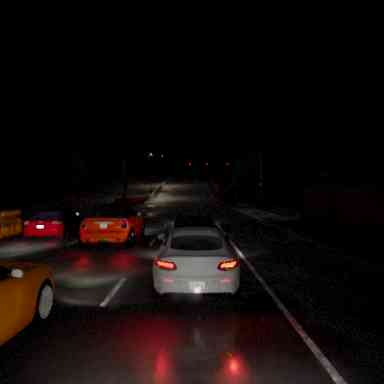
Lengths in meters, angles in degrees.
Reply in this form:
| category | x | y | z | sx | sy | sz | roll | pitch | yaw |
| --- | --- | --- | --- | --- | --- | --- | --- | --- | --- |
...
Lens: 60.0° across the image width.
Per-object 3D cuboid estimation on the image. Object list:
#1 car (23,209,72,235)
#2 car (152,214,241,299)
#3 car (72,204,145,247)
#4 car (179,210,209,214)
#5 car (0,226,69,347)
| category | x | y | z | sx | sy | sz | roll | pitch | yaw |
| --- | --- | --- | --- | --- | --- | --- | --- | --- | --- |
| car | -6.906 | 1.542 | 17.145 | 1.994 | 1.385 | 4.181 | 0 | 0 | 0 |
| car | 0.094 | 1.515 | 8.301 | 1.812 | 1.442 | 4.674 | 0 | 0 | 0 |
| car | -3.406 | 1.333 | 14.949 | 2.097 | 1.767 | 4.553 | 0 | 0 | 0 |
| car | 0.094 | 1.579 | 17.189 | 1.895 | 1.301 | 4.718 | 0 | 0 | 0 |
| car | -3.401 | 1.472 | 4.042 | 1.882 | 1.535 | 5.008 | 0 | 0 | 0 |
